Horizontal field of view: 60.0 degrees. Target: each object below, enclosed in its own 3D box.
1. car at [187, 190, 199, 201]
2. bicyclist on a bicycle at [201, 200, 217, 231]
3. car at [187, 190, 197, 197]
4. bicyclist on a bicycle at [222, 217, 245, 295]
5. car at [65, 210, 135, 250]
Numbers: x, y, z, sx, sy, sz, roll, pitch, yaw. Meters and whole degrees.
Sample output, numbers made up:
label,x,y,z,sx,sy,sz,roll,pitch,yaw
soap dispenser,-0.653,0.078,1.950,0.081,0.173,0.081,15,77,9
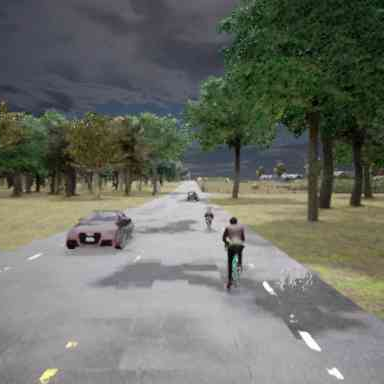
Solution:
label,x,y,z,sx,sy,sz,roll,pitch,yaw
car,0.124,0.758,56.958,1.812,1.442,4.674,0,1,0
bicyclist on a bicycle,0.951,1.261,18.366,0.866,1.612,1.509,0,1,0
car,0.032,0.352,73.653,2.128,1.511,4.902,0,2,0
bicyclist on a bicycle,0.967,1.407,7.613,0.582,1.620,1.656,0,0,0
car,-3.593,1.450,13.677,1.994,1.385,4.181,0,1,0
